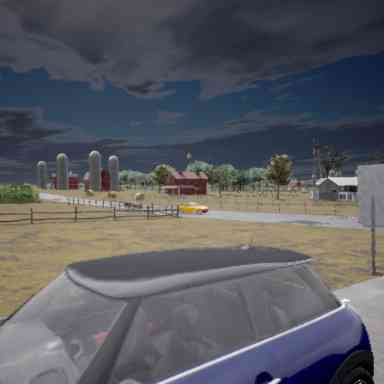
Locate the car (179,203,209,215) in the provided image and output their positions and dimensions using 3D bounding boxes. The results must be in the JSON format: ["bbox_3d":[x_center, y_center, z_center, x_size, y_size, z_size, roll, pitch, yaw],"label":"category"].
[{"bbox_3d":[0.247,2.182,44.223,1.882,1.535,5.008,-1,0,-36],"label":"car"}]

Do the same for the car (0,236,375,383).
[{"bbox_3d":[-0.524,1.351,2.699,4.553,1.767,2.097,0,0,-36],"label":"car"}]

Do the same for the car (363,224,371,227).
[{"bbox_3d":[14.186,1.588,23.032,2.097,1.767,4.553,-2,0,-22],"label":"car"}]

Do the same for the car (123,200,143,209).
[{"bbox_3d":[-10.581,2.226,59.509,1.882,1.535,5.008,-1,1,-36],"label":"car"}]
